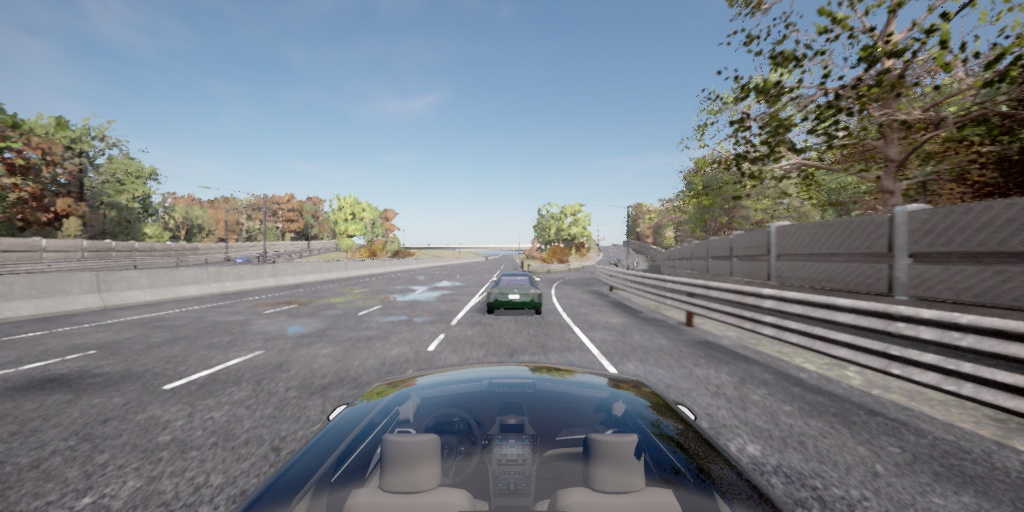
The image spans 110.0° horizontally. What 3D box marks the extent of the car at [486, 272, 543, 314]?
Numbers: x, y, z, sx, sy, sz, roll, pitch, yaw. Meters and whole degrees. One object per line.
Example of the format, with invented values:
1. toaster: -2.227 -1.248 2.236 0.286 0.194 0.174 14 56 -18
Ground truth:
1. car: 0.153 1.319 13.917 1.994 1.385 4.181 0 0 2
